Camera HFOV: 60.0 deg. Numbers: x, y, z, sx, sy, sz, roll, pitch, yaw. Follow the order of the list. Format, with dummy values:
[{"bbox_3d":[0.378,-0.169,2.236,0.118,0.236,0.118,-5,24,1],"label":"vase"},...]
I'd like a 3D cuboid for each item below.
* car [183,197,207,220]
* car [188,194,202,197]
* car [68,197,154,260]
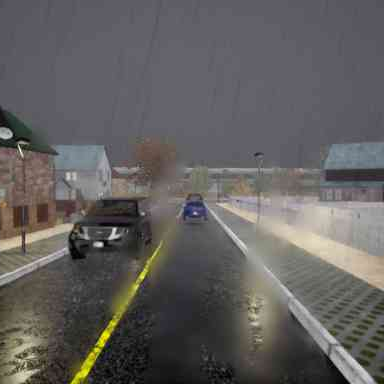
[{"bbox_3d":[0.259,1.464,27.947,1.882,1.535,5.008,0,0,0],"label":"car"},{"bbox_3d":[0.341,1.214,42.459,2.150,2.045,5.566,0,0,0],"label":"car"},{"bbox_3d":[-2.779,1.214,12.687,2.150,2.045,5.566,0,0,0],"label":"car"}]
